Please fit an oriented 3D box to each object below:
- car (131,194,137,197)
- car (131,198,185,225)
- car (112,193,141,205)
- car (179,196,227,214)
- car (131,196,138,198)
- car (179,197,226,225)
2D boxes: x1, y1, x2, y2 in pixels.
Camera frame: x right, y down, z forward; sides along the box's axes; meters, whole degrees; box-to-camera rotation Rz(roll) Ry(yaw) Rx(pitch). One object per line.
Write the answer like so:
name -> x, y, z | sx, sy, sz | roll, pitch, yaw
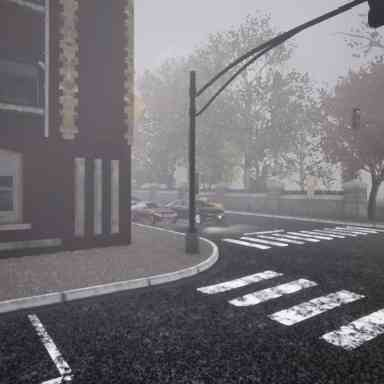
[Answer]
car -> -5.705, 1.029, 29.816 | 1.837, 1.490, 4.892 | 0, 1, -36
car -> -2.523, 1.257, 21.004 | 1.802, 1.307, 4.206 | 2, 0, -36
car -> -8.693, 0.864, 43.860 | 2.008, 1.369, 4.403 | 1, 0, -36
car -> 0.934, 1.129, 30.532 | 1.752, 1.417, 4.829 | 1, 0, -36
car -> -5.764, 1.158, 25.492 | 1.802, 1.307, 4.206 | 2, 0, -36
car -> 0.145, 1.207, 21.668 | 1.837, 1.490, 4.892 | 0, 1, -39
